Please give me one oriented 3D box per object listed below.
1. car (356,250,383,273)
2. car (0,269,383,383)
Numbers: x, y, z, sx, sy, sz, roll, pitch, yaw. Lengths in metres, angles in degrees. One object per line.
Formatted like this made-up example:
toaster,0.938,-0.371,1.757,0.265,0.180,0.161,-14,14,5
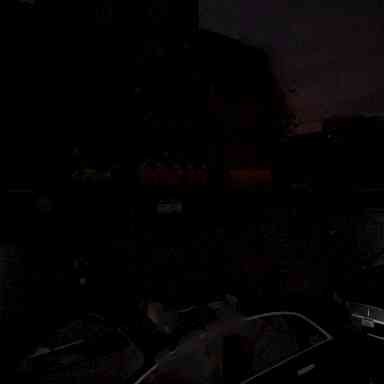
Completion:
car,4.172,1.549,5.801,4.403,1.369,2.008,0,-2,-35
car,-0.268,1.550,2.643,4.403,1.369,2.008,0,-2,-35
